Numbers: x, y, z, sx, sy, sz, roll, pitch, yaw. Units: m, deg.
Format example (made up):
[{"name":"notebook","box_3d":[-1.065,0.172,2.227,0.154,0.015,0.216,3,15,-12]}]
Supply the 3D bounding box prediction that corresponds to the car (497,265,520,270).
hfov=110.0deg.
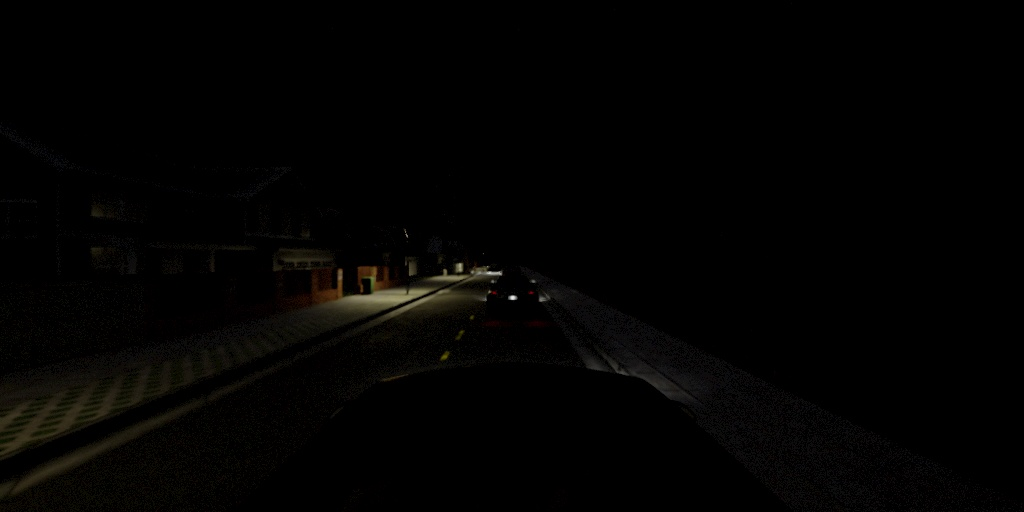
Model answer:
[{"name":"car","box_3d":[0.041,1.624,29.451,1.994,1.385,4.181,0,-1,0]}]

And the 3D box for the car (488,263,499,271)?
[{"name":"car","box_3d":[-2.903,1.903,59.979,2.128,1.511,4.902,0,-1,0]}]

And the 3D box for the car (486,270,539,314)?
[{"name":"car","box_3d":[0.048,1.457,14.620,1.994,1.385,4.181,0,-1,1]}]
